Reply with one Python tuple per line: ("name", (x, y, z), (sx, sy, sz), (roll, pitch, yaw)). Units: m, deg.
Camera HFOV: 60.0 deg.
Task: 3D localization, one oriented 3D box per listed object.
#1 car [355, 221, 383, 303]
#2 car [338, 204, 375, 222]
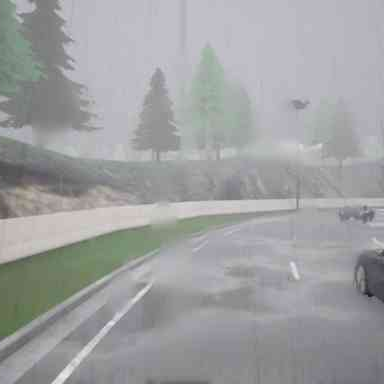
("car", (4.369, 1.521, 5.640), (1.837, 1.490, 4.892), (0, 0, 8))
("car", (12.971, 1.615, 25.968), (1.895, 1.301, 4.718), (1, 0, 37))
